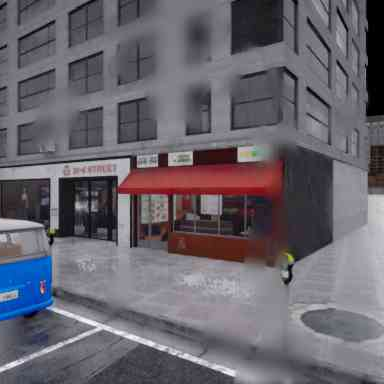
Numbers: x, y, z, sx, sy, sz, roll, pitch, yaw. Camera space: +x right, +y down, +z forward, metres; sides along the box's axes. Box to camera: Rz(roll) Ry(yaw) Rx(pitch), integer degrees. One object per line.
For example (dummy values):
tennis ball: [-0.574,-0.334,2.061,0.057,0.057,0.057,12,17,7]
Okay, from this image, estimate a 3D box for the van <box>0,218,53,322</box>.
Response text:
van: [-4.280,1.340,6.130,3.998,1.788,1.690,0,0,35]
